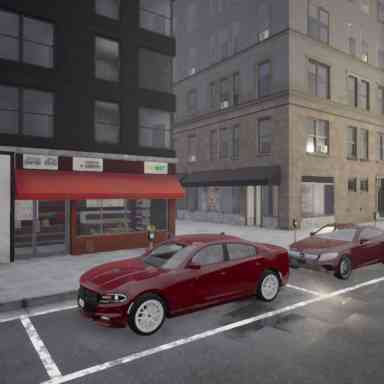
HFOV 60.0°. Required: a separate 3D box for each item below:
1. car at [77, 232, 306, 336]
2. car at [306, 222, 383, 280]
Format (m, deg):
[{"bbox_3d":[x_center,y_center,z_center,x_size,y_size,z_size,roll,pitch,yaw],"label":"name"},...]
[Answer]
[{"bbox_3d":[0.046,1.545,6.677,4.507,1.381,1.887,0,0,-35],"label":"car"},{"bbox_3d":[4.567,1.576,9.898,4.206,1.307,1.802,0,0,-35],"label":"car"}]
